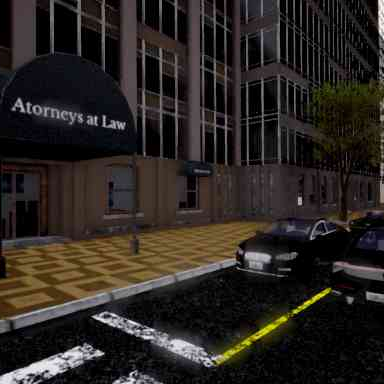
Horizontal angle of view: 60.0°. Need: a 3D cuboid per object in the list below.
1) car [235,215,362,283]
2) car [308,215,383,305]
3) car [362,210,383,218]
[{"bbox_3d":[3.172,1.523,9.945,2.128,1.511,4.902,-1,0,41],"label":"car"},{"bbox_3d":[4.587,1.496,7.232,2.128,1.511,4.902,-1,0,41],"label":"car"},{"bbox_3d":[9.936,1.636,17.696,1.895,1.301,4.718,-1,-1,41],"label":"car"}]
